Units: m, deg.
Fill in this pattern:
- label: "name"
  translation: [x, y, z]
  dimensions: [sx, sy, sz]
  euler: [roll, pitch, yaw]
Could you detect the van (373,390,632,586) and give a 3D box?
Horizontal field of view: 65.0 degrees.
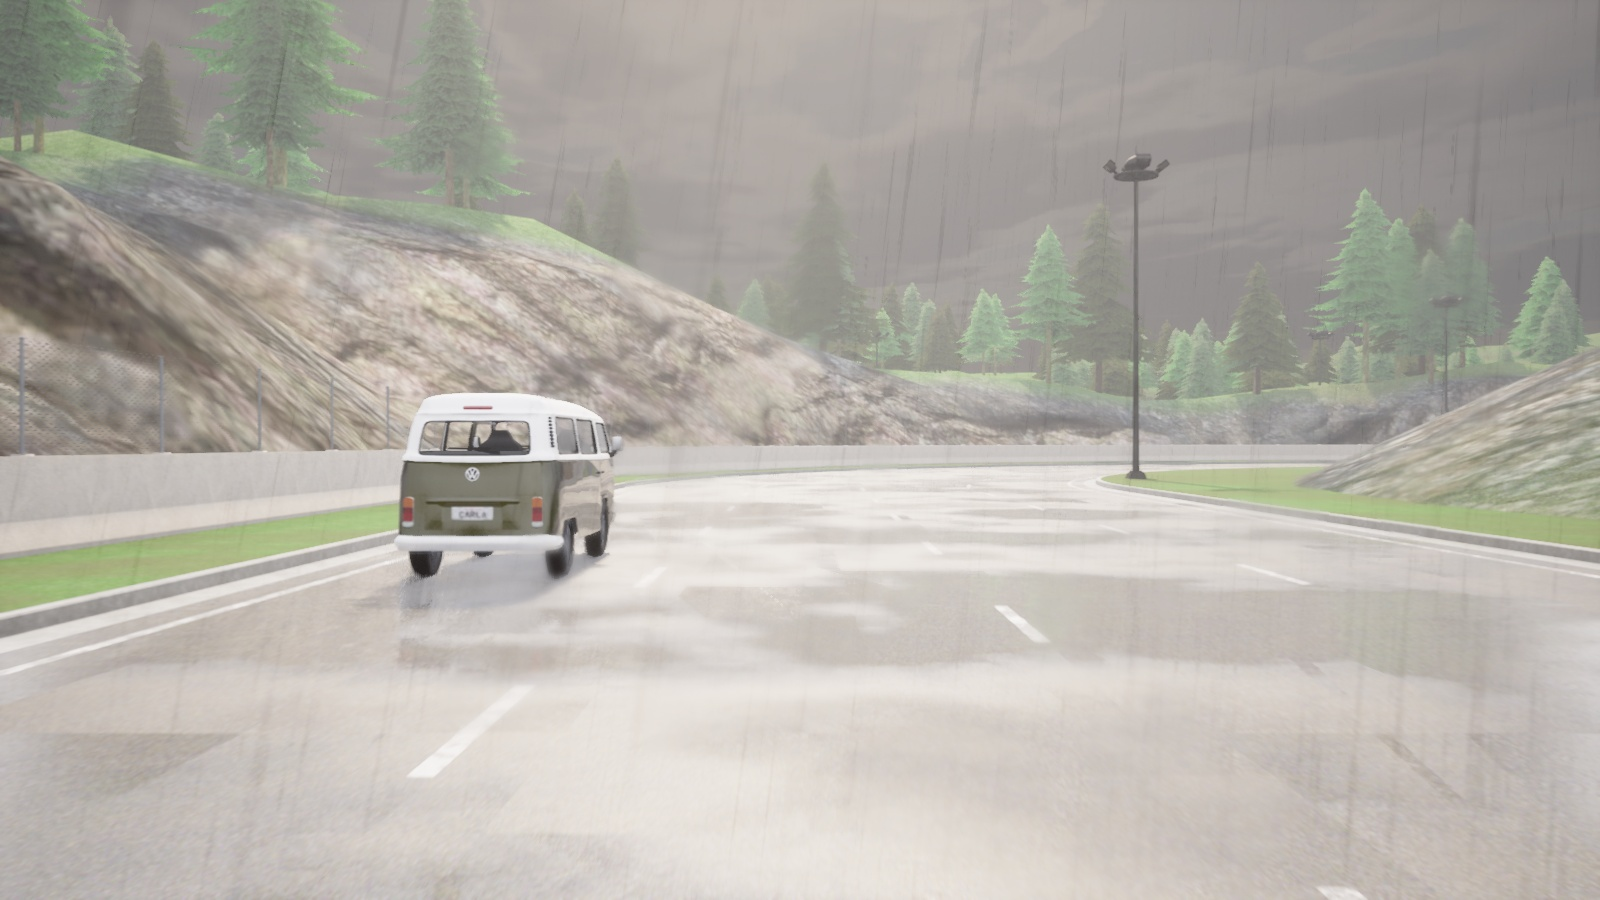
- label: "van"
  translation: [-3.397, 0.381, 15.309]
  dimensions: [2.069, 2.038, 4.480]
  euler: [0, 0, 0]
